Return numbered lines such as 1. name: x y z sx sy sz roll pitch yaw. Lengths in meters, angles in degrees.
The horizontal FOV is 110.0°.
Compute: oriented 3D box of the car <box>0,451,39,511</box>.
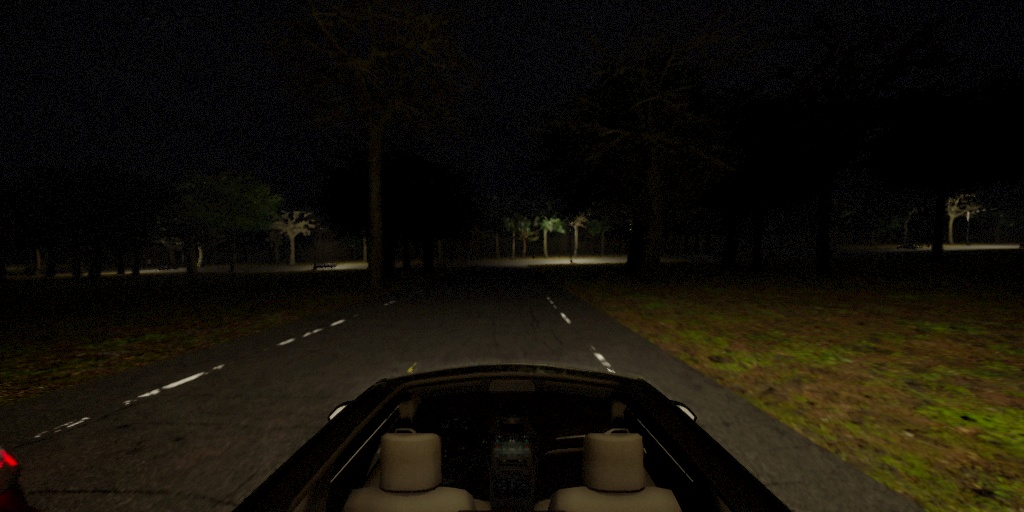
1. car: -3.598 1.311 0.177 1.994 1.385 4.181 0 0 0
